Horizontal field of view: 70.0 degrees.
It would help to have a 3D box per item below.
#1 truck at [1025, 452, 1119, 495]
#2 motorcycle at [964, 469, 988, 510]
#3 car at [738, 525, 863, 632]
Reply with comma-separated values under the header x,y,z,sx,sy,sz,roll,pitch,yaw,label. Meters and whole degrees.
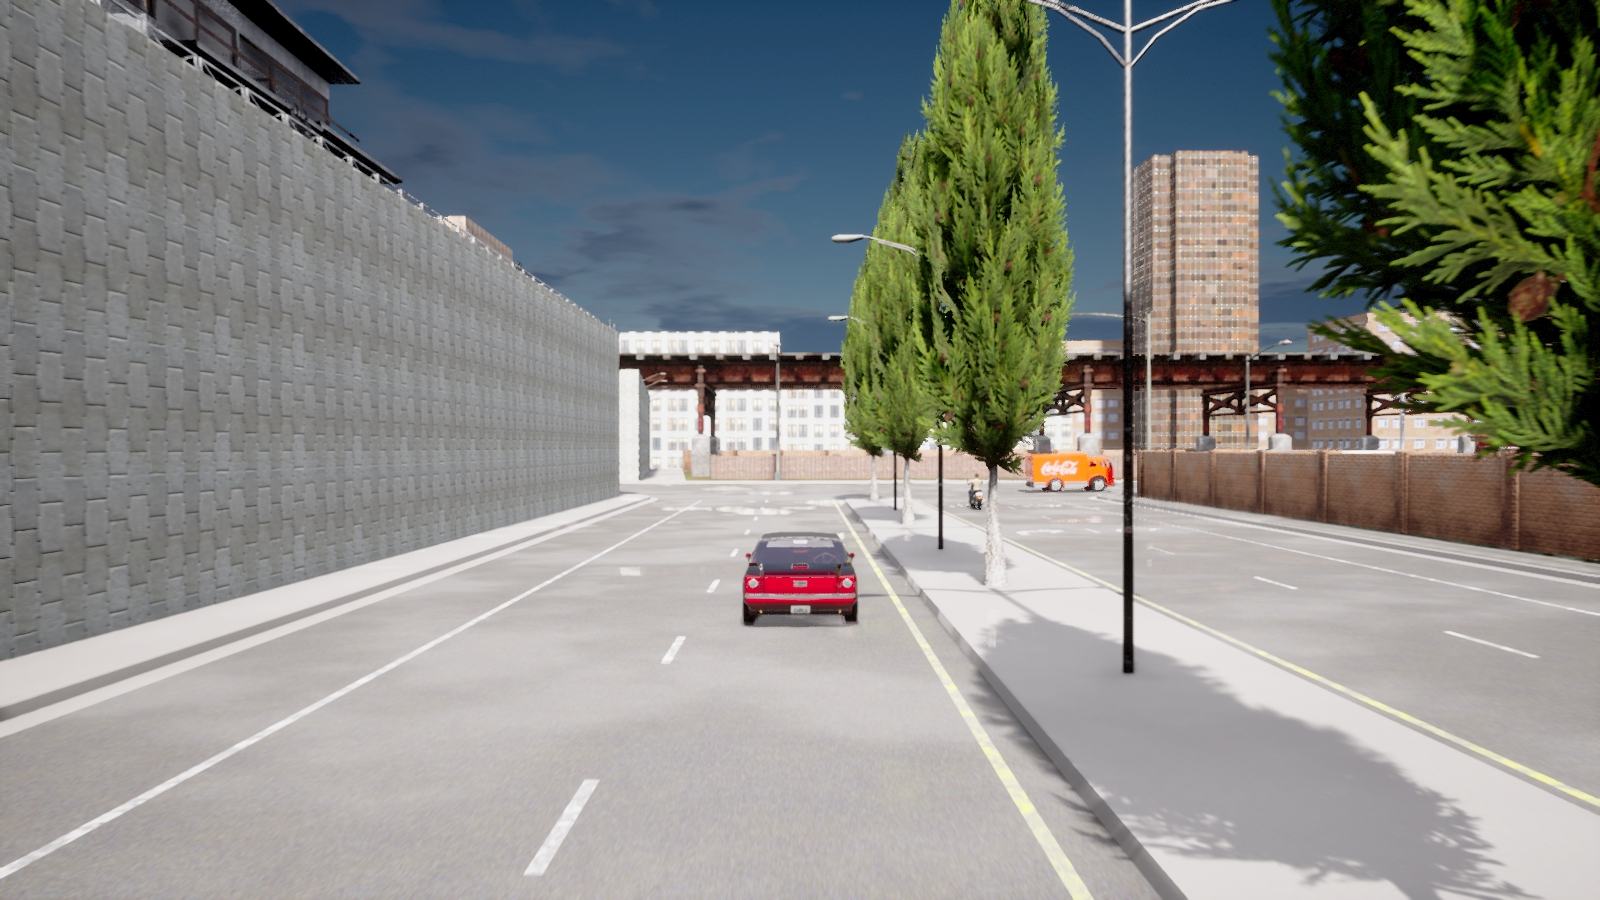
x,y,z,sx,sy,sz,roll,pitch,yaw,label
16.900,1.419,71.174,5.204,2.467,2.627,-2,0,1,truck
8.024,1.787,52.194,0.764,1.802,2.356,0,0,0,motorcycle
0.004,2.112,19.691,1.895,1.301,4.718,0,0,0,car
